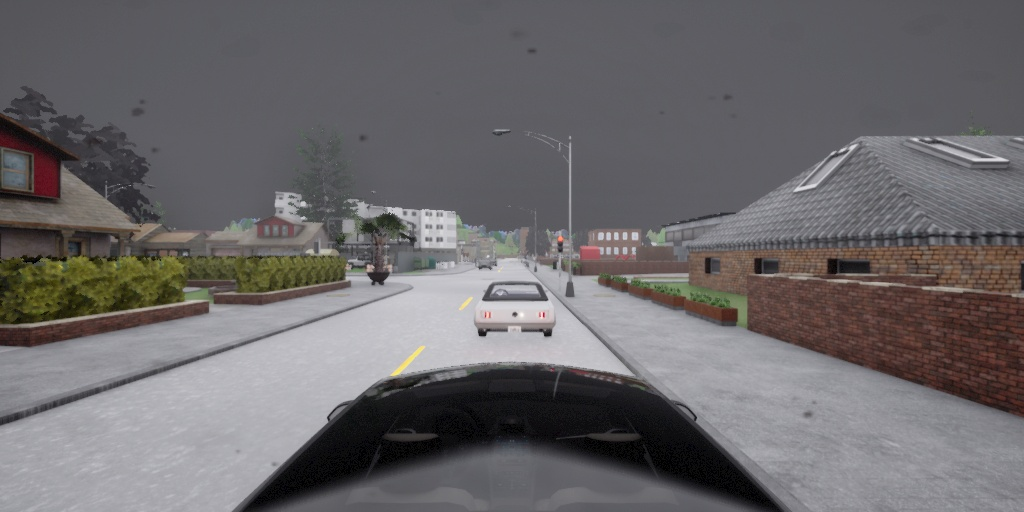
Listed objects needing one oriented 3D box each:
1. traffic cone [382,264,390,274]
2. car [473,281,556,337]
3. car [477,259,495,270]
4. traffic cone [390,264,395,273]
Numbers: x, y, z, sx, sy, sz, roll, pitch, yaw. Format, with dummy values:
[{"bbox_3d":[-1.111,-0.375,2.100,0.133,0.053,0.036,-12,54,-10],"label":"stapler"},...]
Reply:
[{"bbox_3d":[-15.516,1.550,44.187,0.344,0.586,0.344,0,0,0],"label":"traffic cone"},{"bbox_3d":[0.098,1.349,10.234,1.895,1.301,4.718,0,0,1],"label":"car"},{"bbox_3d":[-3.816,1.243,51.232,1.837,1.490,4.892,0,0,0],"label":"car"},{"bbox_3d":[-15.152,1.547,44.755,0.344,0.586,0.344,0,0,0],"label":"traffic cone"}]
